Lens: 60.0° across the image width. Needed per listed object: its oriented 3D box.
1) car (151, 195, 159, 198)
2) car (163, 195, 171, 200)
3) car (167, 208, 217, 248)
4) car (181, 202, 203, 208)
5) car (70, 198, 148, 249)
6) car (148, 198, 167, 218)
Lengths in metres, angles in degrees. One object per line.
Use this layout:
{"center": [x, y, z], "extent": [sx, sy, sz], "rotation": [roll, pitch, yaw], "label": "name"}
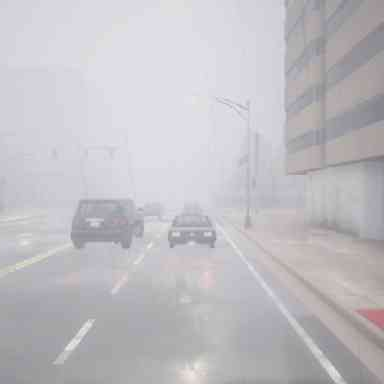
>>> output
{"center": [-10.500, 1.542, 93.494], "extent": [1.895, 1.301, 4.718], "rotation": [0, 0, 0], "label": "car"}
{"center": [-7.000, 1.486, 93.524], "extent": [2.033, 1.411, 5.357], "rotation": [0, 0, 0], "label": "car"}
{"center": [0.000, 1.614, 14.680], "extent": [1.895, 1.301, 4.718], "rotation": [0, 0, 0], "label": "car"}
{"center": [0.000, 1.561, 29.650], "extent": [2.033, 1.411, 5.357], "rotation": [0, 0, 0], "label": "car"}
{"center": [-3.500, 1.256, 14.680], "extent": [2.150, 2.045, 5.566], "rotation": [0, 0, 0], "label": "car"}
{"center": [-3.500, 1.561, 29.650], "extent": [2.033, 1.411, 5.357], "rotation": [0, 0, 0], "label": "car"}
